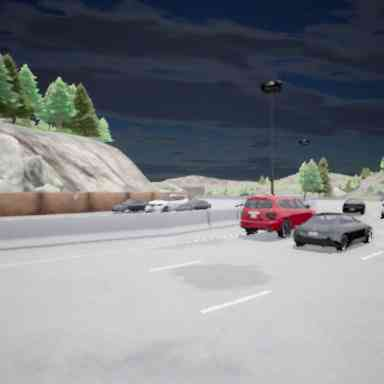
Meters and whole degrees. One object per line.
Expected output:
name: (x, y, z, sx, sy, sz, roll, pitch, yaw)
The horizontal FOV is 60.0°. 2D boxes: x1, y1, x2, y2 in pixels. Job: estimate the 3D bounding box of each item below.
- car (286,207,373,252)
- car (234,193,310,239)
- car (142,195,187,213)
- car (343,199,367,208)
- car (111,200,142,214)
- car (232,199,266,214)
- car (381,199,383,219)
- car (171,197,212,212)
car: (6.073, 1.565, 14.154, 4.181, 1.385, 1.994, 0, 0, -44)
car: (4.804, 1.236, 17.782, 2.150, 2.045, 5.566, 0, 0, 44)
car: (-2.512, 1.316, 36.479, 2.150, 2.045, 5.566, 0, 0, 35)
car: (16.269, 1.467, 33.294, 1.882, 1.535, 5.008, 0, 0, 30)
car: (-6.669, 1.622, 36.819, 1.837, 1.490, 4.892, 0, 0, 37)
car: (6.505, 1.597, 37.547, 2.033, 1.411, 5.357, 0, 0, 30)
car: (17.559, 1.193, 28.575, 2.150, 2.045, 5.566, 0, 0, 32)
car: (0.311, 1.580, 34.524, 1.837, 1.490, 4.892, 0, 0, 35)
